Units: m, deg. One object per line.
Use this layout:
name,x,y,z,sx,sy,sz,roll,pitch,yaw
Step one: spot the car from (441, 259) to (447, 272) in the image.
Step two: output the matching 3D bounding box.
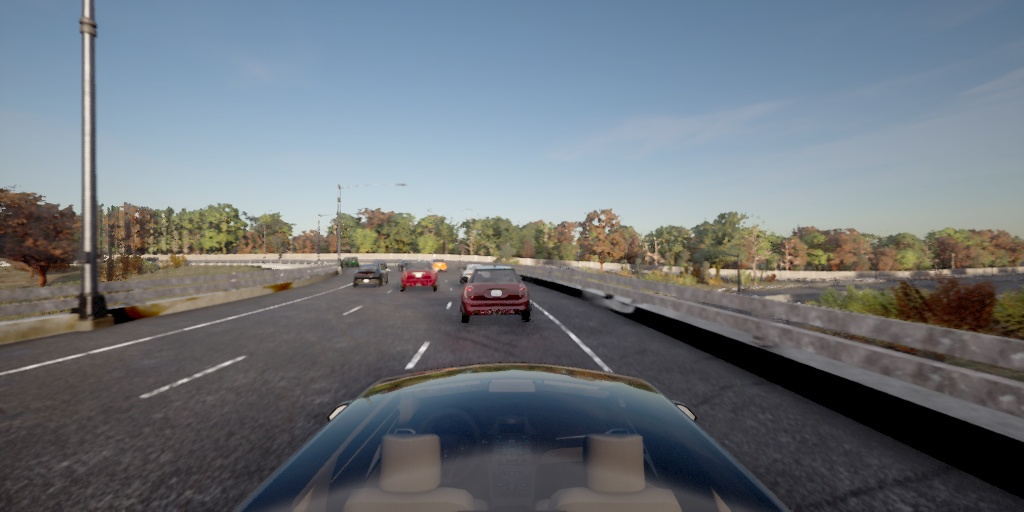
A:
car,-10.159,1.171,47.890,2.097,1.767,4.553,0,0,-24

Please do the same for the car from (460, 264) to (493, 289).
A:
car,-2.497,1.296,24.430,1.812,1.442,4.674,0,0,-11

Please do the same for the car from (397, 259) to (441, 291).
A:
car,-5.687,1.138,22.446,2.097,1.767,4.553,0,0,-11

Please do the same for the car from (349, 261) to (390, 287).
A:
car,-9.836,1.317,25.225,1.837,1.490,4.892,0,1,-13

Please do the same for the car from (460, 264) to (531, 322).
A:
car,-0.676,1.108,12.548,2.097,1.767,4.553,0,0,-6

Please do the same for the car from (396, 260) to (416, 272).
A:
car,-14.456,1.346,48.858,1.837,1.490,4.892,0,-1,-25
